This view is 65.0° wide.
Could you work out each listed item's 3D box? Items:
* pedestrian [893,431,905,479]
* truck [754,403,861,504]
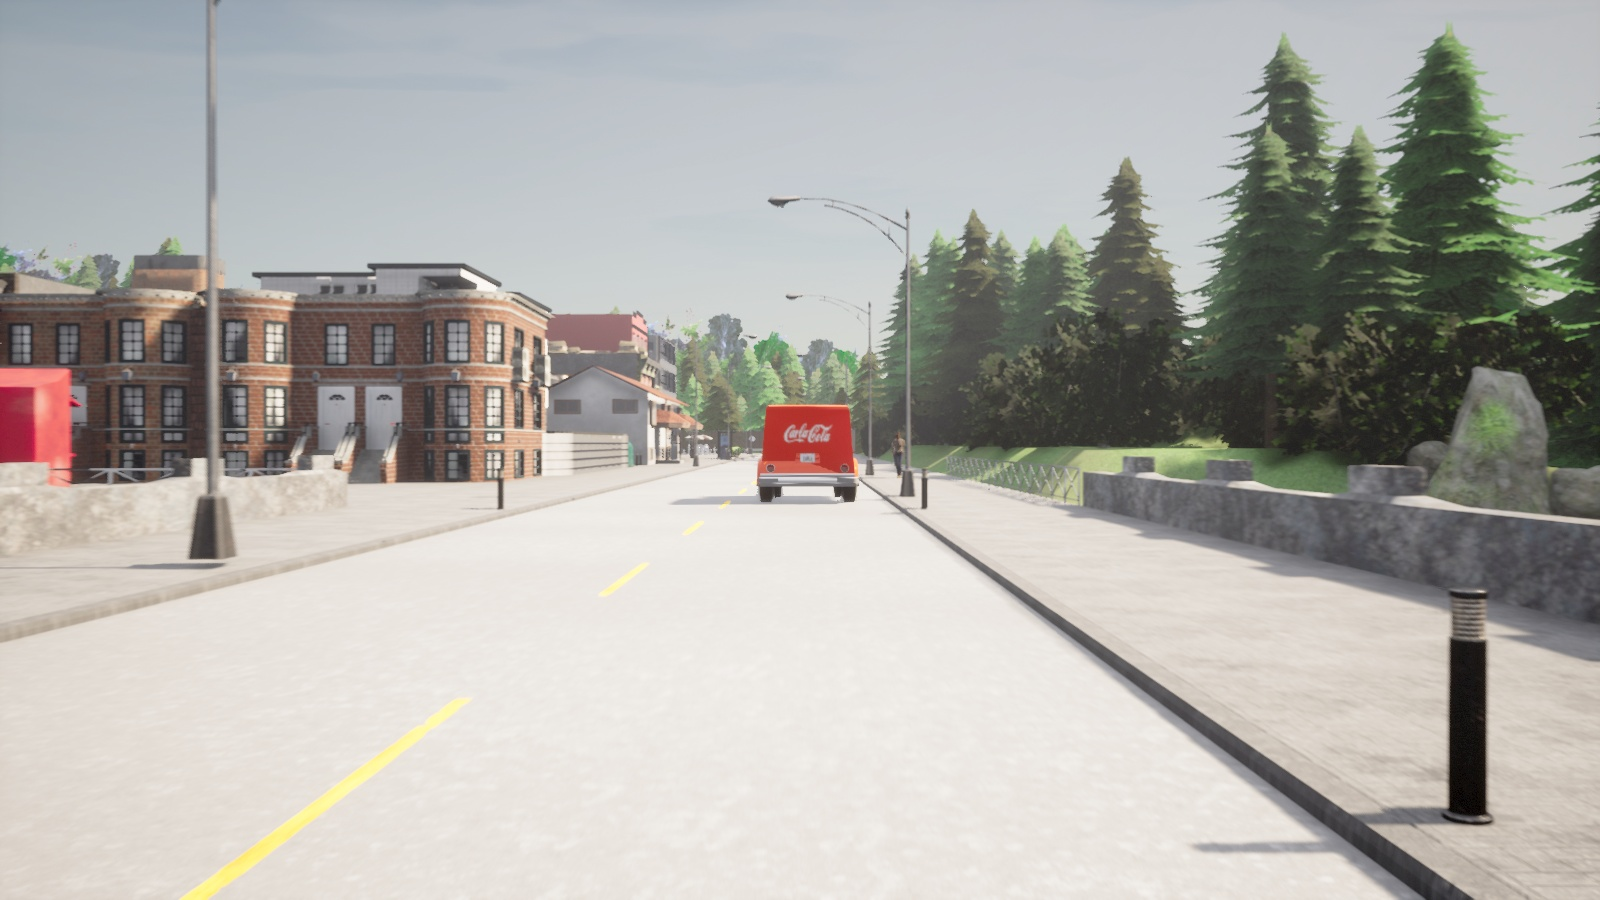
[{"bbox_3d":[3.841,0.189,48.604,0.328,1.805,0.869,0,0,12],"label":"pedestrian"},{"bbox_3d":[0.206,0.074,33.418,2.627,2.467,5.204,0,0,0],"label":"truck"}]
